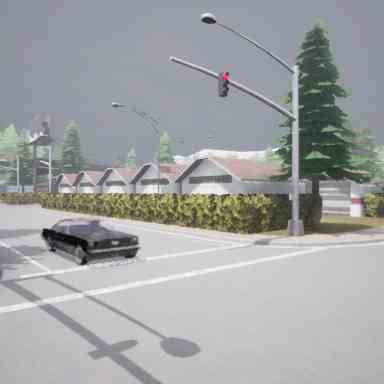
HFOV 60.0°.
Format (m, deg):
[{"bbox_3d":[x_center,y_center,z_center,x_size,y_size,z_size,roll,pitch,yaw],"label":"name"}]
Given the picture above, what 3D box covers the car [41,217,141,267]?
[{"bbox_3d":[-3.730,1.608,11.799,1.895,1.301,4.718,0,0,-40],"label":"car"}]
